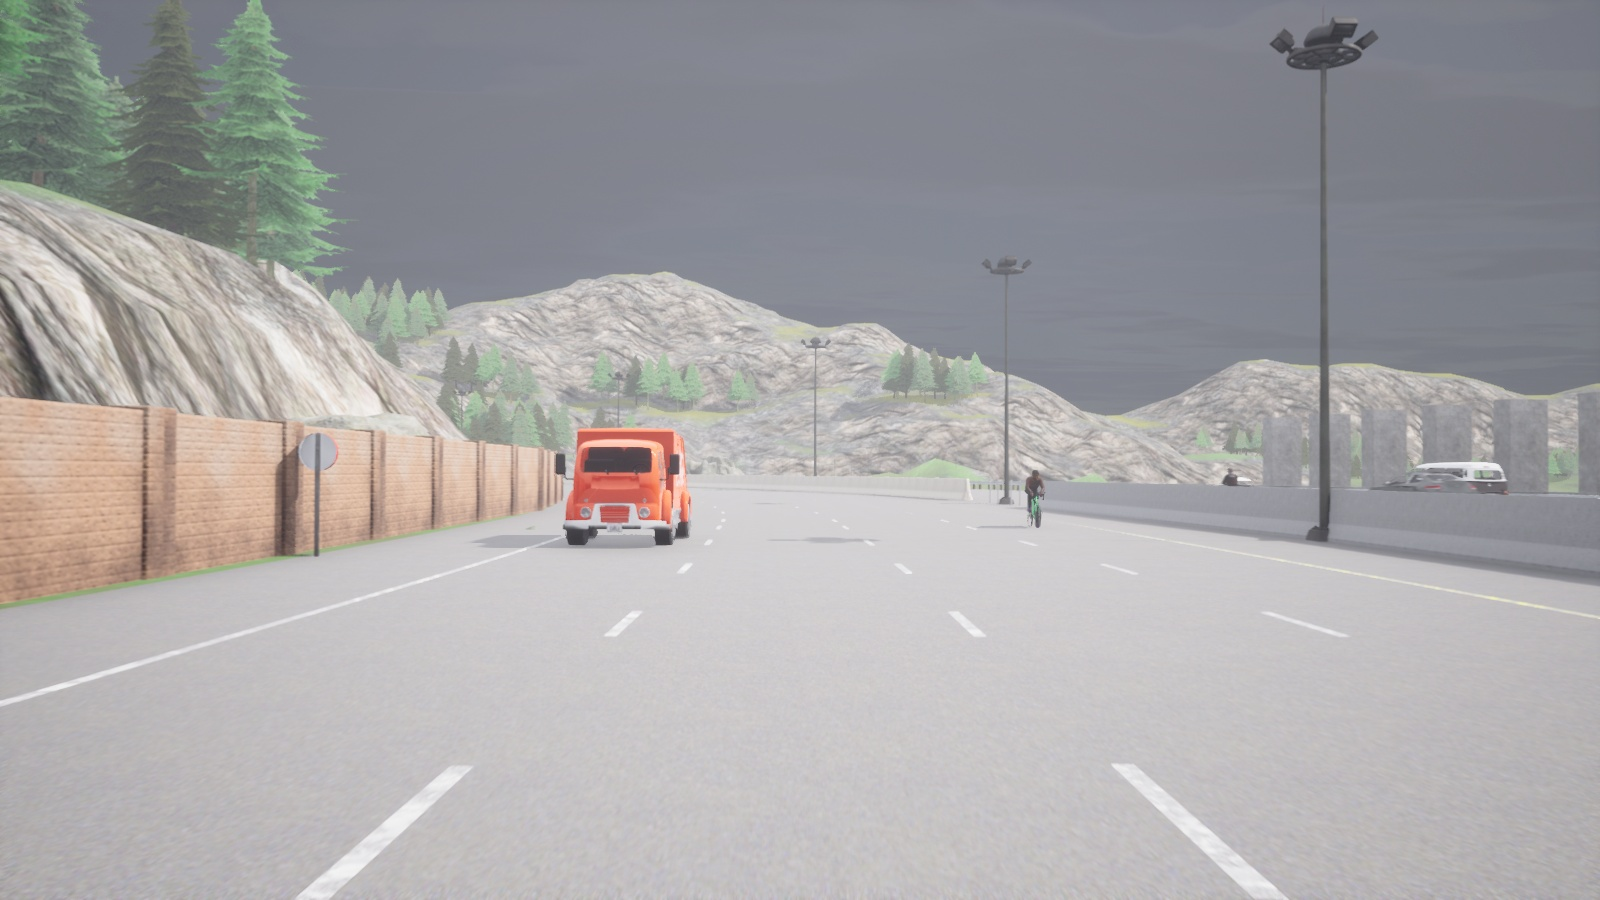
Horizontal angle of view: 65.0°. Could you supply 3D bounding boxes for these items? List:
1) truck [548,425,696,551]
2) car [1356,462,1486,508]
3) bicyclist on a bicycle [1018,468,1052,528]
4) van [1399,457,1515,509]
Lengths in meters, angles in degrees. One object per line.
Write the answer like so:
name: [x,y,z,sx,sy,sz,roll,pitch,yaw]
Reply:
truck: [-3.730,0.809,27.386,2.627,2.467,5.204,0,-1,-2]
car: [23.419,1.297,47.595,2.152,1.651,5.027,0,-1,-4]
bicyclist on a bicycle: [6.532,1.327,34.964,0.582,1.620,1.656,0,-1,-2]
van: [26.619,1.294,51.058,2.069,2.038,4.480,0,0,-5]
